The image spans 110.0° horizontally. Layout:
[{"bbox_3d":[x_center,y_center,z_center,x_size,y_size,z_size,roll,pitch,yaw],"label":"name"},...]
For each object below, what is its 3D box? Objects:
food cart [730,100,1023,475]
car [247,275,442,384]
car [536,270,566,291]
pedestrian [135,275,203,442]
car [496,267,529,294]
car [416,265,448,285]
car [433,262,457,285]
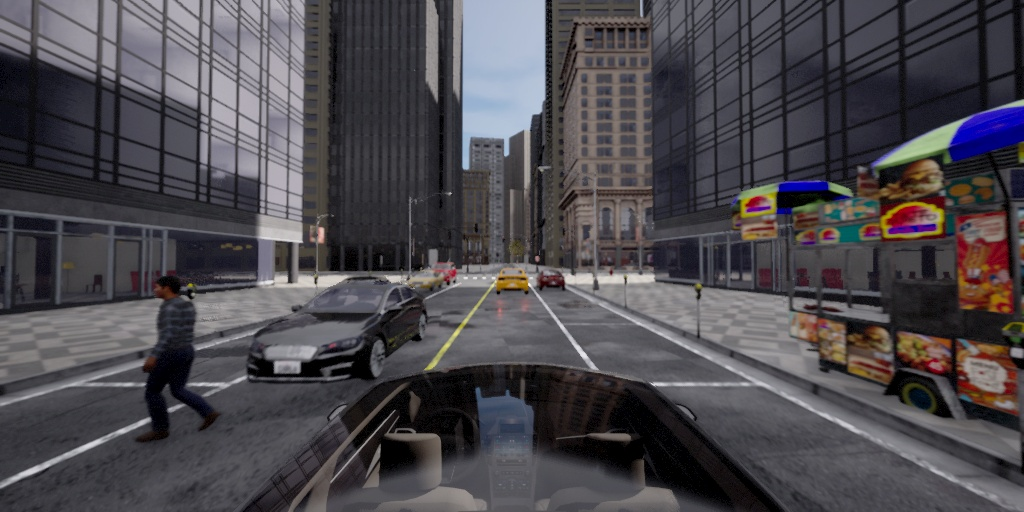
[{"bbox_3d":[5.631,0.261,5.466,2.280,3.560,4.660,0,0,0],"label":"food cart"},{"bbox_3d":[-3.100,1.314,7.441,2.128,1.511,4.902,0,-1,1],"label":"car"},{"bbox_3d":[2.635,1.609,24.942,1.888,1.381,4.507,0,0,0],"label":"car"},{"bbox_3d":[-3.803,1.071,4.006,0.375,1.860,0.375,1,-2,-18],"label":"pedestrian"},{"bbox_3d":[0.038,1.506,22.486,1.882,1.535,5.008,0,-1,0],"label":"car"},{"bbox_3d":[-5.890,1.590,24.762,1.751,1.417,4.829,0,0,0],"label":"car"},{"bbox_3d":[-5.898,1.461,30.391,2.192,1.841,5.009,0,0,0],"label":"car"}]
